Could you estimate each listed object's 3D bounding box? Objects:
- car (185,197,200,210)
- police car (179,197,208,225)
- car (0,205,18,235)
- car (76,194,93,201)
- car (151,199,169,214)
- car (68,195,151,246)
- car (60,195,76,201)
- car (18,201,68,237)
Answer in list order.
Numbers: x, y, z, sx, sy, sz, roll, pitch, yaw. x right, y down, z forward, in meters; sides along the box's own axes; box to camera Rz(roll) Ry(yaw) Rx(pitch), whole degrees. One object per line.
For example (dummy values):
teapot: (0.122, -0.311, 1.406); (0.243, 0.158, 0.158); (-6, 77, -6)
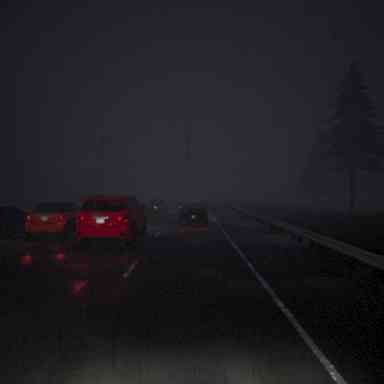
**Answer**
car: (0.085, 1.352, 41.279); (1.812, 1.442, 4.674); (0, 0, 0)
police car: (0.092, 1.327, 23.282); (1.930, 1.638, 5.238); (0, 0, 0)
car: (-10.406, 1.449, 18.259); (1.812, 1.442, 4.674); (0, 0, 0)
car: (-24.526, 1.220, 76.041); (2.033, 1.411, 5.357); (0, 0, 0)
car: (-3.413, 1.424, 33.240); (1.994, 1.385, 4.181); (0, 0, 0)
car: (-3.405, 1.158, 15.013); (2.150, 2.045, 5.566); (0, 0, 0)
car: (-28.026, 1.278, 75.520); (1.895, 1.301, 4.718); (0, 0, 0)
car: (-6.909, 1.277, 17.695); (2.097, 1.767, 4.553); (0, 0, 0)
